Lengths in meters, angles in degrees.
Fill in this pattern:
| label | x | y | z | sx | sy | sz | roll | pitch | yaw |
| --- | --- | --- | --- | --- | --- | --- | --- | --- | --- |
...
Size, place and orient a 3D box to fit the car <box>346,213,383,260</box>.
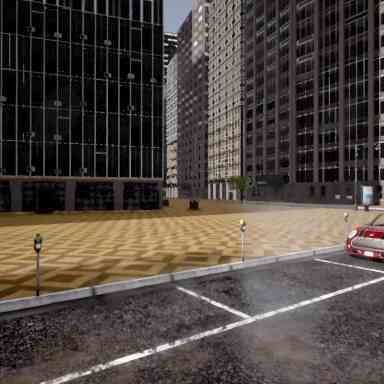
| label | x | y | z | sx | sy | sz | roll | pitch | yaw |
| --- | --- | --- | --- | --- | --- | --- | --- | --- | --- |
| car | 7.237 | 1.438 | 11.716 | 4.097 | 1.590 | 1.967 | 0 | 0 | -35 |
